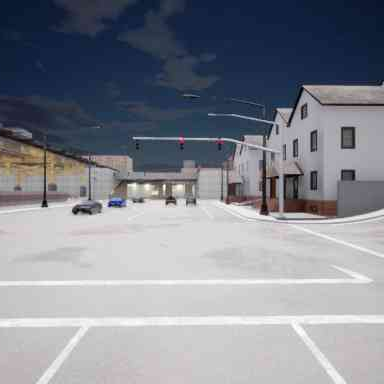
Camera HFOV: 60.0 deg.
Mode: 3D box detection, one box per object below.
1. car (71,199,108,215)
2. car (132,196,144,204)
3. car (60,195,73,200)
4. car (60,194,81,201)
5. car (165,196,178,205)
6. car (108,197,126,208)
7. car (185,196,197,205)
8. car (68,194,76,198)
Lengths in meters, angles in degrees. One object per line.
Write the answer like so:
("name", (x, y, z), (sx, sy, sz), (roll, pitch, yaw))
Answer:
("car", (-10.684, 1.547, 34.369), (2.033, 1.411, 5.357), (0, 0, 0))
("car", (-10.687, 1.525, 66.376), (1.812, 1.442, 4.674), (0, 0, 0))
("car", (-31.919, 1.295, 84.296), (1.853, 1.218, 4.536), (0, 0, -37))
("car", (-32.691, 1.452, 89.619), (2.038, 1.542, 4.974), (0, 0, 28))
("car", (-3.644, 1.505, 58.602), (1.837, 1.490, 4.892), (0, 0, 0))
("car", (-10.714, 1.478, 47.666), (1.882, 1.535, 5.008), (0, 0, 0))
("car", (-0.145, 1.489, 58.611), (2.128, 1.511, 4.902), (0, 0, 0))
("car", (-31.887, 1.452, 84.254), (2.038, 1.542, 4.974), (0, 0, -37))
